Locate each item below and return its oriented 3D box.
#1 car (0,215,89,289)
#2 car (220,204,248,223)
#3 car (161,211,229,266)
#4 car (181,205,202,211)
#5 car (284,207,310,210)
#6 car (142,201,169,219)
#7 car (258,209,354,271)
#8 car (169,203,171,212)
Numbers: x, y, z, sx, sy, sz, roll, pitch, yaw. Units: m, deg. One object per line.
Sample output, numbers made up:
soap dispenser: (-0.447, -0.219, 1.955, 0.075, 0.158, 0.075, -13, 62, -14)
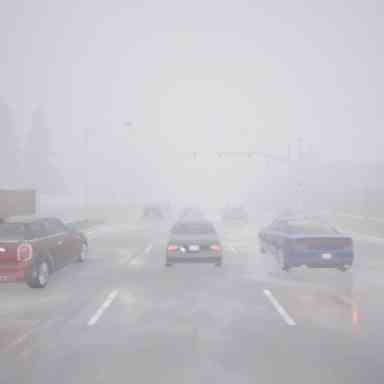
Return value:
car: (-4.591, 1.448, 9.610, 2.097, 1.767, 4.553, 0, 0, 0)
car: (3.457, 1.722, 27.850, 2.128, 1.511, 4.902, 0, 0, 0)
car: (0.047, 1.650, 11.911, 2.033, 1.411, 5.357, 0, 0, 0)
car: (-0.049, 1.814, 29.032, 1.994, 1.385, 4.181, 0, 0, 0)
car: (6.988, 1.721, 22.448, 2.033, 1.411, 5.357, 0, 0, 0)
car: (-3.615, 1.791, 32.094, 1.837, 1.490, 4.892, 0, 0, 0)
car: (3.552, 1.565, 11.263, 1.882, 1.535, 5.008, 0, -1, 0)
car: (-3.719, 1.874, 43.301, 2.128, 1.511, 4.902, 0, 0, 0)
